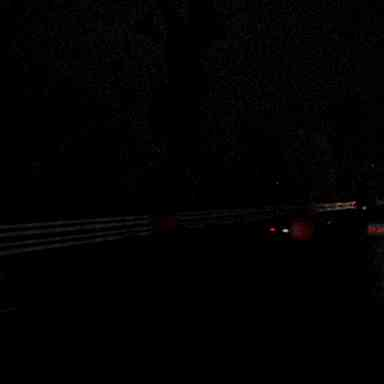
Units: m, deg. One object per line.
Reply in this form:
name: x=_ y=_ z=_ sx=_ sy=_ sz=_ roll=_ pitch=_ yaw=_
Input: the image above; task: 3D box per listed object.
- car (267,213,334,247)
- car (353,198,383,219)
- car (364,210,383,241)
car: x=5.435 y=1.730 z=16.236 sx=2.033 sy=1.411 sz=5.357 roll=0 pitch=-1 yaw=35
car: x=17.465 y=1.625 z=32.792 sx=2.150 sy=2.045 sz=5.566 roll=0 pitch=-1 yaw=37
car: x=10.445 y=1.814 z=17.238 sx=1.895 sy=1.301 sz=4.718 roll=0 pitch=-1 yaw=35
